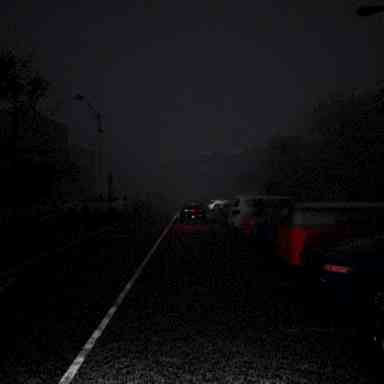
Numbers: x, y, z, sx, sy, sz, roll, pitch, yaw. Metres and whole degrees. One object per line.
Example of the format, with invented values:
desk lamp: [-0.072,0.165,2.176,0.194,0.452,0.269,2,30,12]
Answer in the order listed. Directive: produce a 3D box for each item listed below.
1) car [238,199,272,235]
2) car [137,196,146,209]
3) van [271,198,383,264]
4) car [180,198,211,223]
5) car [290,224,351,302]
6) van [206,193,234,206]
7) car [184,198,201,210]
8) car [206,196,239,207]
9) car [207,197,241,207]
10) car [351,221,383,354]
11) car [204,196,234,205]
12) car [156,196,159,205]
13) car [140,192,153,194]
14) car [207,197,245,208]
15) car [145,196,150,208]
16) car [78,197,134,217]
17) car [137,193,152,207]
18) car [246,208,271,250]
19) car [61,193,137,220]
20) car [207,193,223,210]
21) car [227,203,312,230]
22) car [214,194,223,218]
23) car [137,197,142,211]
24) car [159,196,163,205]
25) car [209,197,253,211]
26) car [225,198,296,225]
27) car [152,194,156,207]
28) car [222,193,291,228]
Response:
car: [4.612,1.343,15.015,4.553,1.767,2.185,0,0,0]
car: [-7.693,1.492,36.049,4.674,1.452,2.002,0,0,0]
van: [4.762,1.247,9.428,4.442,1.987,1.878,0,0,0]
car: [0.088,1.472,25.175,2.128,1.511,4.902,0,0,0]
car: [4.644,1.515,6.635,4.674,1.452,2.002,0,0,0]
van: [4.510,1.206,54.123,4.442,1.987,1.878,0,1,0]
car: [0.082,1.514,42.897,2.033,1.411,5.357,0,0,0]
car: [4.634,1.441,51.330,4.892,1.521,2.231,0,0,0]
car: [4.631,1.482,48.540,4.674,1.452,2.002,0,0,0]
car: [4.678,1.352,3.842,4.553,1.767,2.185,0,0,0]
car: [4.619,1.404,56.933,4.892,1.521,2.231,0,1,0]
car: [-7.886,1.439,47.802,5.366,1.575,1.946,0,0,0]
car: [-7.673,1.308,53.683,4.553,1.767,2.185,0,0,0]
car: [4.624,1.445,45.870,4.892,1.521,2.231,0,0,0]
car: [-7.726,1.479,38.988,4.792,1.488,2.163,0,0,0]
car: [-7.662,1.331,30.048,4.553,1.767,2.185,0,0,0]
car: [-7.730,1.321,41.926,4.553,1.767,2.185,0,0,0]
car: [4.672,1.500,12.224,4.792,1.488,2.163,0,0,0]
car: [-7.720,1.207,27.235,5.566,2.045,2.435,0,0,0]
car: [4.605,1.200,37.364,5.566,2.045,2.435,0,0,0]
car: [4.670,1.494,20.603,4.792,1.488,2.163,0,0,0]
car: [4.667,1.330,31.902,4.553,1.767,2.185,0,0,0]
car: [-7.692,1.494,32.986,4.674,1.452,2.002,0,0,0]
car: [-7.517,1.437,50.742,5.366,1.575,1.946,0,0,0]
car: [4.626,1.449,40.159,5.008,1.535,2.097,0,0,0]
car: [4.671,1.336,23.396,4.553,1.767,2.185,0,0,0]
car: [-7.706,1.446,44.739,4.892,1.521,2.231,0,0,0]
car: [4.670,1.215,17.810,5.566,2.045,2.435,0,0,0]
